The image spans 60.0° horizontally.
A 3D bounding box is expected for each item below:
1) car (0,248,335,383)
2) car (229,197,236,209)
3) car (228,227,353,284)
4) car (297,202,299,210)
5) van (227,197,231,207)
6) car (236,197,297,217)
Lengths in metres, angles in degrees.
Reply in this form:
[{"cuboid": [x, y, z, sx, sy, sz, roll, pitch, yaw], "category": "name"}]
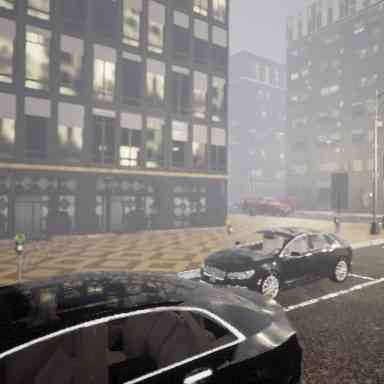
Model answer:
[{"cuboid": [-1.204, 1.507, 2.486, 4.892, 1.490, 1.837, 1, 0, -35], "category": "car"}, {"cuboid": [7.606, 1.791, 45.574, 2.008, 1.369, 4.403, 1, -1, -34], "category": "car"}, {"cuboid": [2.201, 1.566, 8.117, 4.403, 1.369, 2.008, 0, 1, -35], "category": "car"}, {"cuboid": [10.748, 1.533, 41.003, 2.192, 1.841, 5.009, 1, -1, -34], "category": "car"}, {"cuboid": [4.467, 1.605, 50.147, 1.690, 1.788, 3.998, 1, -1, -34], "category": "van"}, {"cuboid": [6.967, 1.395, 31.681, 2.192, 1.841, 5.009, 1, -1, -34], "category": "car"}]
